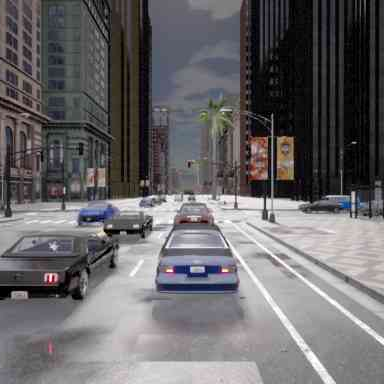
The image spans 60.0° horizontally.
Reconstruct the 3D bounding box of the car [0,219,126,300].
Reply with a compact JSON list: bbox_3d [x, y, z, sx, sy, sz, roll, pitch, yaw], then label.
[{"bbox_3d":[-3.152,1.601,8.317,1.895,1.301,4.718,0,0,0],"label":"car"}]

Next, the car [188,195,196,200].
[{"bbox_3d":[-0.031,1.546,91.458,2.033,1.411,5.357,0,0,0],"label":"car"}]

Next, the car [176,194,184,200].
[{"bbox_3d":[-3.281,1.316,90.387,1.882,1.535,5.008,0,0,0],"label":"car"}]

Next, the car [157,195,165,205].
[{"bbox_3d":[-6.594,1.567,60.015,1.994,1.385,4.181,0,0,0],"label":"car"}]

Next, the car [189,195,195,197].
[{"bbox_3d":[-0.028,1.529,81.237,1.812,1.442,4.674,0,0,0],"label":"car"}]

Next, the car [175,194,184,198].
[{"bbox_3d":[-3.278,1.521,80.384,1.812,1.442,4.674,0,0,0],"label":"car"}]

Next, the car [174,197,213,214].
[{"bbox_3d":[0.114,1.352,18.388,2.097,1.767,4.553,0,0,0],"label":"car"}]

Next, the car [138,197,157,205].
[{"bbox_3d":[-6.601,1.527,48.906,1.812,1.442,4.674,0,0,-1],"label":"car"}]

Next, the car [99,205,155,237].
[{"bbox_3d":[-3.160,1.600,17.484,1.895,1.301,4.718,0,0,0],"label":"car"}]

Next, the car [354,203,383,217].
[{"bbox_3d":[17.061,1.548,29.596,4.403,1.369,2.008,0,0,0],"label":"car"}]

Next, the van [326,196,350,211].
[{"bbox_3d":[17.054,1.314,38.121,3.998,1.788,1.690,0,0,0],"label":"van"}]

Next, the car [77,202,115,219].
[{"bbox_3d":[-6.607,1.477,23.762,1.882,1.535,5.008,0,0,0],"label":"car"}]

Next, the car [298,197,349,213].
[{"bbox_3d":[13.726,1.509,35.454,4.674,1.442,1.812,0,0,2],"label":"car"}]

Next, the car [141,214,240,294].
[{"bbox_3d":[0.099,1.547,8.945,2.033,1.411,5.357,0,0,0],"label":"car"}]
